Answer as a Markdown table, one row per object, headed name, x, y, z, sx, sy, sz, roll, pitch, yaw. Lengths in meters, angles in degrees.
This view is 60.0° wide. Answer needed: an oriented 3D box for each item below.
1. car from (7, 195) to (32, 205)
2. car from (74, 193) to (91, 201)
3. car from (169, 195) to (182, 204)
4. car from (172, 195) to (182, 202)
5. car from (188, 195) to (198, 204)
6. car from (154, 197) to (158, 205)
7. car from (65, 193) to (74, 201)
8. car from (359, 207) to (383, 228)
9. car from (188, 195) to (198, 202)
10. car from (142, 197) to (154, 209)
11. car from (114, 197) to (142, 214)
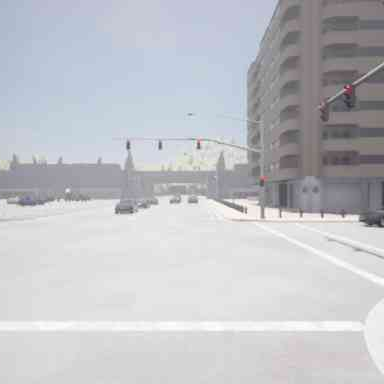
| name | x | y | z | sx | sy | sz | roll | pitch | yaw |
| --- | --- | --- | --- | --- | --- | --- | --- | --- | --- |
| car | -30.048 | 1.403 | 57.502 | 1.970 | 1.475 | 3.806 | 0 | 0 | 0 |
| car | -24.337 | 1.164 | 74.878 | 1.932 | 1.855 | 4.605 | 0 | 0 | 0 |
| car | -3.318 | 1.610 | 64.496 | 1.895 | 1.301 | 4.718 | 0 | 0 | 0 |
| car | -3.293 | 1.368 | 73.442 | 1.837 | 1.490 | 4.892 | 0 | 0 | 0 |
| car | 0.182 | 1.573 | 64.455 | 1.994 | 1.385 | 4.181 | 0 | 0 | 0 |
| car | -6.909 | 1.572 | 57.243 | 1.994 | 1.385 | 4.181 | 0 | 0 | 1 |
| car | -27.231 | 1.167 | 74.951 | 1.905 | 1.878 | 3.866 | 0 | 0 | 0 |
| car | 13.188 | 1.451 | 21.081 | 4.892 | 1.490 | 1.837 | 0 | 0 | 0 |
| car | 0.207 | 1.407 | 73.432 | 2.033 | 1.411 | 5.357 | 0 | 0 | 0 |
| car | -6.955 | 1.498 | 46.129 | 2.128 | 1.511 | 4.902 | 0 | 0 | 0 |
| car | -6.989 | 1.510 | 35.788 | 1.837 | 1.490 | 4.892 | 0 | 0 | 0 |
